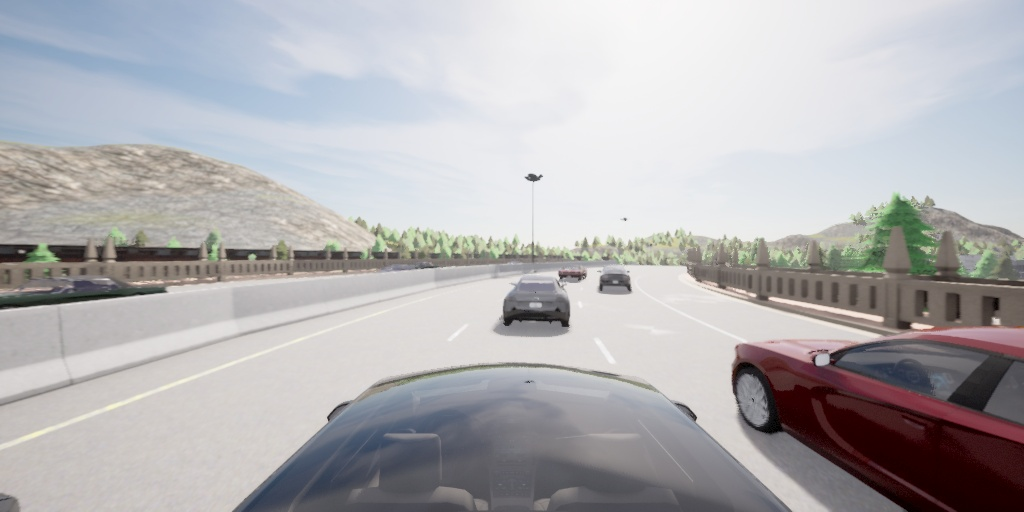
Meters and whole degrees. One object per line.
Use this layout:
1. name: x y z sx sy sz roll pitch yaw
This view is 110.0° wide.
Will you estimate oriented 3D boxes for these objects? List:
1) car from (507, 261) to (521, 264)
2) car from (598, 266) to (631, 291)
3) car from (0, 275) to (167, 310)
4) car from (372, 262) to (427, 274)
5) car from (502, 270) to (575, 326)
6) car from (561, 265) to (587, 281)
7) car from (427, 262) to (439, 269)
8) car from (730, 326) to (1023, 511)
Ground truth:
1. car: 0.427 1.367 54.107 1.994 1.385 4.181 0 0 29
2. car: 6.436 1.320 22.597 1.812 1.442 4.674 0 0 14
3. car: -13.526 1.277 10.683 1.895 1.301 4.718 0 0 6
4. car: -7.759 1.279 24.133 1.994 1.385 4.181 0 0 13
5. car: 0.861 1.323 11.825 1.994 1.385 4.181 0 0 6
6. car: 5.353 1.393 31.120 1.895 1.301 4.718 0 0 19
7. car: -10.196 1.309 39.957 1.895 1.301 4.718 0 0 21
8. car: 3.690 1.249 2.535 1.882 1.535 5.008 0 0 0
